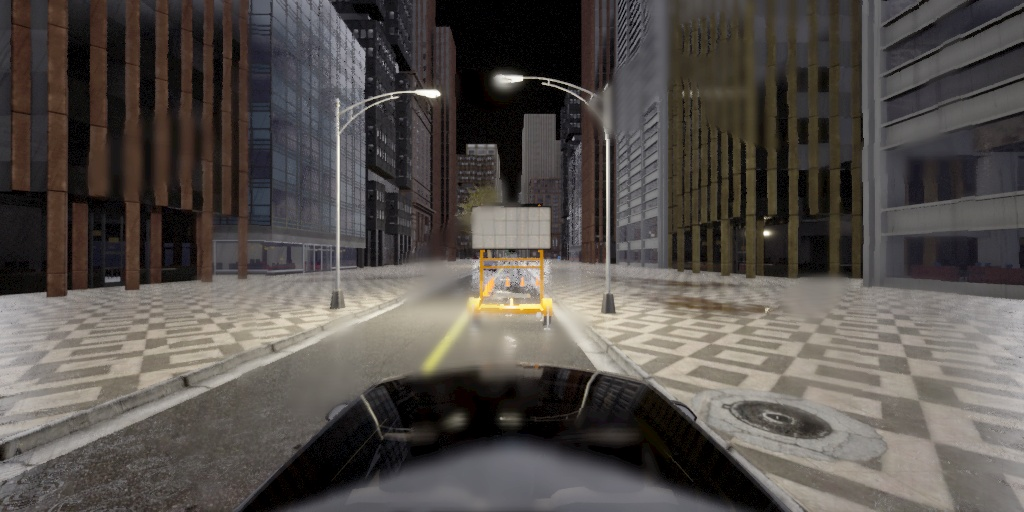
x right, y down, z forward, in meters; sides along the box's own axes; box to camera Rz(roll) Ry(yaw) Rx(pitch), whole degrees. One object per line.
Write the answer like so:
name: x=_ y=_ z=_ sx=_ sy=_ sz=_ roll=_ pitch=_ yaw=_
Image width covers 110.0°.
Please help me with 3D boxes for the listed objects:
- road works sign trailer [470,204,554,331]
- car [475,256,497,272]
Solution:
road works sign trailer: x=-0.010 y=0.215 z=10.971 sx=2.380 sy=3.560 sz=2.880 roll=0 pitch=0 yaw=0
car: x=-3.048 y=1.111 z=45.218 sx=2.097 sy=1.767 sz=4.553 roll=0 pitch=0 yaw=0
